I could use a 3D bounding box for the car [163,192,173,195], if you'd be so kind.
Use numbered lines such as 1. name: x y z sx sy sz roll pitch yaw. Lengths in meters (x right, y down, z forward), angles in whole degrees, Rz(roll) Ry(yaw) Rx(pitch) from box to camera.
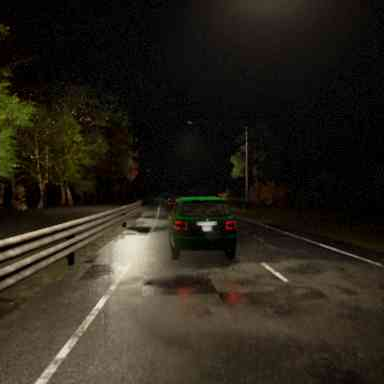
1. car: -5.725 1.247 79.886 1.837 1.490 4.892 0 0 -5

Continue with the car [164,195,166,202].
1. car: -2.069 1.395 38.578 1.837 1.490 4.892 0 0 -5

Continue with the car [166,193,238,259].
1. car: 0.219 1.187 12.705 2.150 2.045 5.566 0 0 -5
